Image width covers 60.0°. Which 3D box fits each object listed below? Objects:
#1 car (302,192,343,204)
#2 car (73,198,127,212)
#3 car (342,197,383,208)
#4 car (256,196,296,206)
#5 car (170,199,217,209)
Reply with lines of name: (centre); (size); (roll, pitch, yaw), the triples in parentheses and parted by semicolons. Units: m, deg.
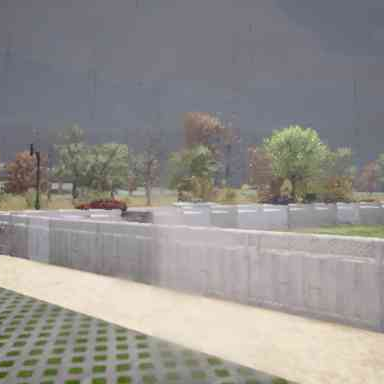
car: (13.302, 1.032, 32.113); (5.566, 2.045, 2.150); (-1, 2, -19)
car: (-8.744, 1.370, 31.801); (5.008, 1.535, 1.882); (-1, 2, -18)
car: (16.215, 1.398, 29.670); (4.674, 1.442, 1.812); (-1, 2, -19)
car: (9.621, 1.179, 37.942); (4.674, 1.442, 1.812); (-1, 2, -19)
car: (0.085, 1.375, 34.758); (4.718, 1.301, 1.895); (-1, 2, -18)
